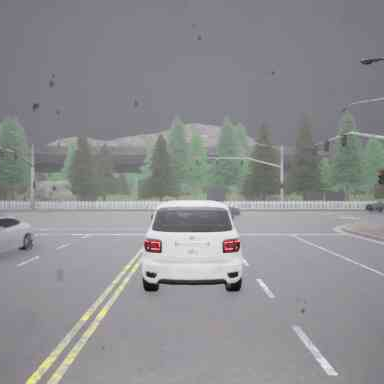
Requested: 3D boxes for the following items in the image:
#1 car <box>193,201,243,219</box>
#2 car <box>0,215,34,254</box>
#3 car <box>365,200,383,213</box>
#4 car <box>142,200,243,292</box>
[{"bbox_3d":[2.173,1.531,28.843,4.181,1.385,1.994,0,0,0],"label":"car"},{"bbox_3d":[-7.101,1.526,11.321,1.812,1.442,4.674,0,0,0],"label":"car"},{"bbox_3d":[21.210,1.508,36.116,4.181,1.385,1.994,0,0,0],"label":"car"},{"bbox_3d":[0.009,1.221,9.088,2.150,2.045,5.566,0,0,0],"label":"car"}]
